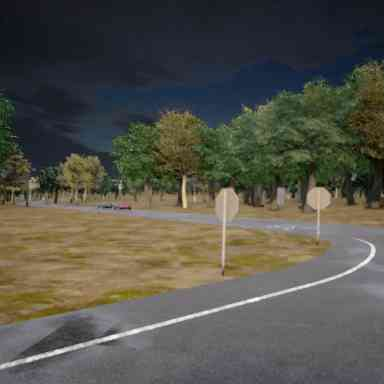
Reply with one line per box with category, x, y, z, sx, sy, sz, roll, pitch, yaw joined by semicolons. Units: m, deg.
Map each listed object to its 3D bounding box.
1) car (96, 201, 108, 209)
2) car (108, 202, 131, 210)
car;-15.797;2.368;60.143;1.994;1.385;4.181;2;-2;-34
car;-11.418;2.241;53.803;1.994;1.385;4.181;2;-2;-34
